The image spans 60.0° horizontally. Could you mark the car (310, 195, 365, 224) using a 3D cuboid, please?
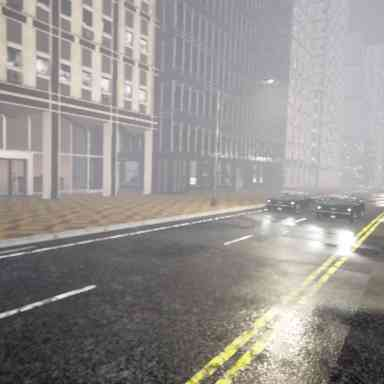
[{"bbox_3d":[8.399,0.877,18.658,1.895,1.301,4.718,5,4,34],"label":"car"}]

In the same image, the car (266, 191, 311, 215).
[{"bbox_3d":[6.473,0.630,21.597,1.895,1.301,4.718,5,4,34],"label":"car"}]
